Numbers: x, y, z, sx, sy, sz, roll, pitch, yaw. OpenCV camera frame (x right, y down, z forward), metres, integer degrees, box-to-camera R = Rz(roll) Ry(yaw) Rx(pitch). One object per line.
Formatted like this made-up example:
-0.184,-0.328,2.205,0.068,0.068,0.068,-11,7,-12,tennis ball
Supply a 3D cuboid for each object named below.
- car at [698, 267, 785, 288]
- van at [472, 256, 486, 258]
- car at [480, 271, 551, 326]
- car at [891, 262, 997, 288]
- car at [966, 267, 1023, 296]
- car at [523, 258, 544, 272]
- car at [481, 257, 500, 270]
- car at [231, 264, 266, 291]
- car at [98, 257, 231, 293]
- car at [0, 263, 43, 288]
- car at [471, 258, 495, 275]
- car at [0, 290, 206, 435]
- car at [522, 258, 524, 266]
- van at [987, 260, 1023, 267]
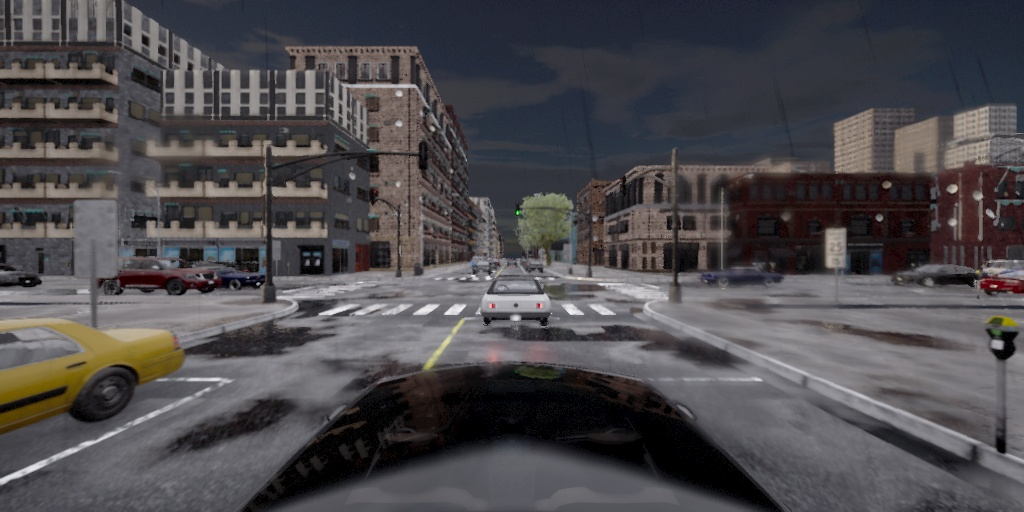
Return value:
14.953,1.366,23.595,4.718,1.301,1.895,0,0,0,car
-5.681,0.998,58.392,1.690,1.789,3.998,0,0,0,van
0.102,1.325,11.574,1.895,1.301,4.718,0,0,0,car
28.102,1.302,23.682,5.008,1.535,1.882,0,0,0,car
26.150,1.377,17.831,4.507,1.381,1.888,0,0,0,car
2.697,1.224,41.298,2.007,1.370,4.403,0,0,0,car
-3.070,1.230,48.645,1.994,1.385,4.181,0,0,0,car
-16.424,1.253,20.157,4.718,1.301,1.895,0,0,0,car
-17.274,0.971,17.582,5.009,1.841,2.192,0,0,0,car
-29.573,1.112,20.086,4.892,1.490,1.837,2,0,0,car
-3.088,1.203,38.163,1.812,1.442,4.674,0,0,0,car
-5.691,1.271,3.180,1.751,1.417,4.829,0,0,0,car
2.698,1.108,46.995,1.967,1.591,4.097,0,0,0,car
37.141,1.202,26.340,3.998,1.789,1.690,0,0,0,van
